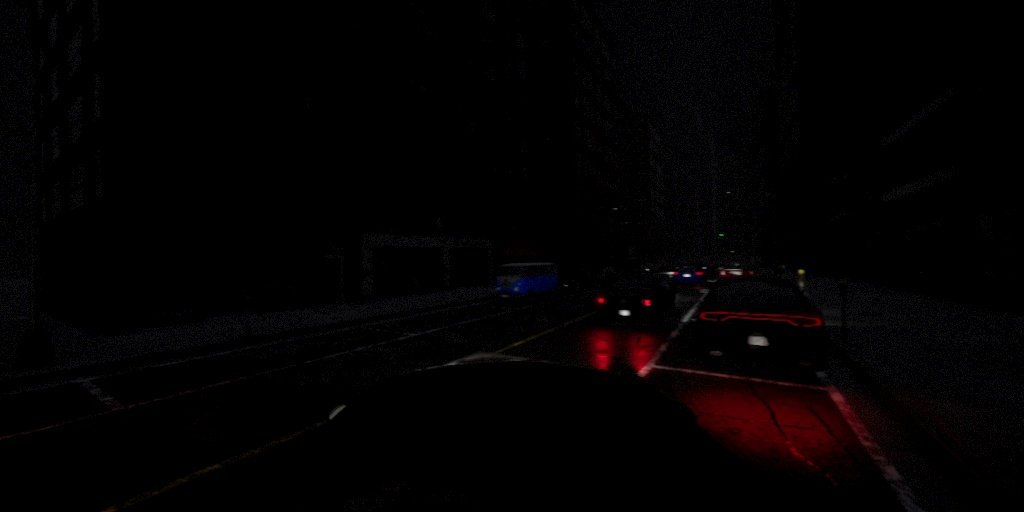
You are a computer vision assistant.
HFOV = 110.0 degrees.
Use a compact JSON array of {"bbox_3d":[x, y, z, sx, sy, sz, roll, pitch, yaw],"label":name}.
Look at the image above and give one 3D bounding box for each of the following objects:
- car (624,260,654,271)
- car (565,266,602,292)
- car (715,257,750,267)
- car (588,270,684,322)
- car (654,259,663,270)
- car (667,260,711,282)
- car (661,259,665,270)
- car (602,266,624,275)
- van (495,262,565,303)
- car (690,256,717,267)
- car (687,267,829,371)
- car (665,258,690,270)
[{"bbox_3d":[12.517,1.328,35.932,1.948,1.339,4.313,0,0,32],"label":"car"},{"bbox_3d":[3.737,1.405,21.957,1.948,1.339,4.313,0,0,32],"label":"car"},{"bbox_3d":[13.880,1.048,22.080,1.967,1.591,4.097,0,0,32],"label":"car"},{"bbox_3d":[4.435,1.340,12.259,1.895,1.301,4.718,-2,-1,32],"label":"car"},{"bbox_3d":[15.443,1.319,40.590,1.802,1.307,4.207,0,0,32],"label":"car"},{"bbox_3d":[12.375,1.231,24.896,1.994,1.385,4.181,-2,-1,32],"label":"car"},{"bbox_3d":[18.369,1.152,45.249,1.967,1.591,4.097,0,0,32],"label":"car"},{"bbox_3d":[6.664,1.395,26.615,1.802,1.307,4.207,0,0,32],"label":"car"},{"bbox_3d":[0.810,1.207,17.299,1.690,1.789,3.998,0,0,32],"label":"van"},{"bbox_3d":[20.143,1.079,37.455,1.882,1.535,5.008,-2,-1,32],"label":"car"},{"bbox_3d":[5.148,1.160,7.686,1.882,1.535,5.008,-2,-1,32],"label":"car"},{"bbox_3d":[20.603,1.196,43.839,2.033,1.411,5.357,-2,-1,32],"label":"car"}]
